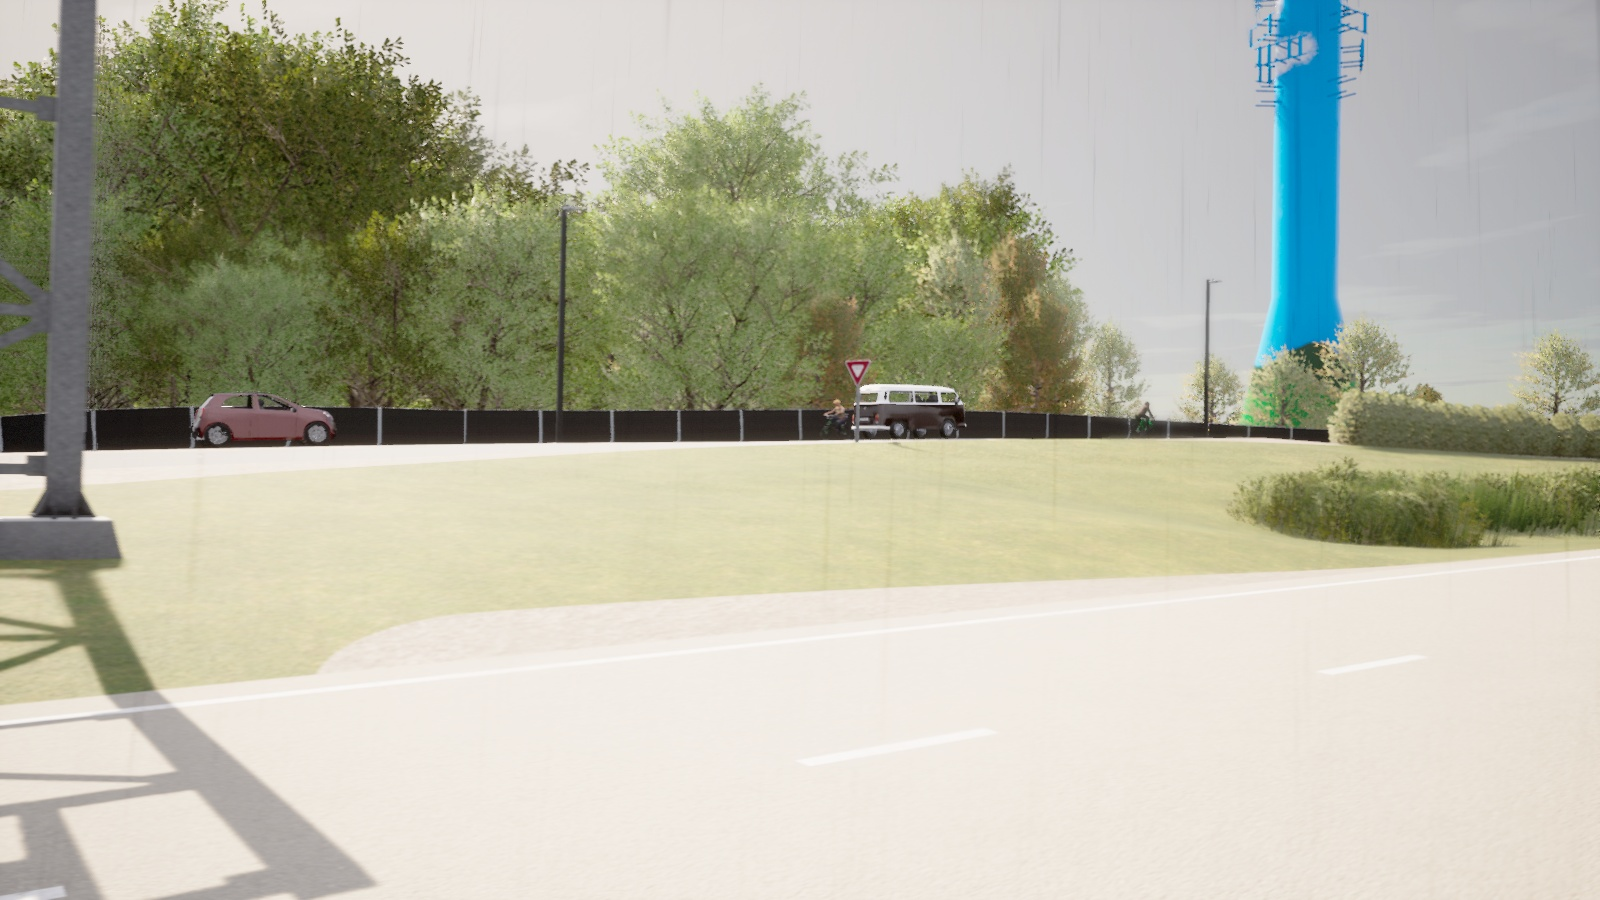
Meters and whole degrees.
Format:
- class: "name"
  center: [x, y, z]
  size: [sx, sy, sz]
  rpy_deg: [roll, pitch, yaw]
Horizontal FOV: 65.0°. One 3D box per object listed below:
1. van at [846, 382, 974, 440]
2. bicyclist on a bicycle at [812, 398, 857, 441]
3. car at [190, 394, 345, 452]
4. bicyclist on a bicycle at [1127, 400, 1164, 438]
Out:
- class: "van"
  center: [4.118, -1.429, 46.795]
  size: [4.480, 2.038, 2.069]
  rpy_deg: [-2, 1, -37]
- class: "bicyclist on a bicycle"
  center: [1.353, -1.190, 49.093]
  size: [1.509, 1.612, 0.866]
  rpy_deg: [-1, 1, -37]
- class: "car"
  center: [-14.592, -0.737, 34.451]
  size: [3.633, 1.501, 1.845]
  rpy_deg: [-2, 1, -31]
- class: "bicyclist on a bicycle"
  center: [14.940, -1.346, 54.326]
  size: [1.656, 1.620, 0.582]
  rpy_deg: [0, 0, -32]
